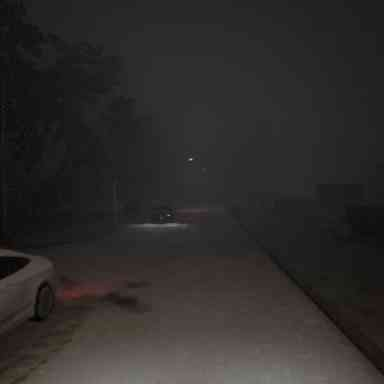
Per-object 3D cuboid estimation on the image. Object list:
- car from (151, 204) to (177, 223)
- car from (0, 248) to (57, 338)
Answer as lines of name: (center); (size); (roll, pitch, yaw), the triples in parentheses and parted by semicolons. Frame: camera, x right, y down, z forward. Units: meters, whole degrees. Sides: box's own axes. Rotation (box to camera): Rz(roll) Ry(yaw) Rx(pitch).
car: (-2.360, 1.846, 29.051); (1.837, 1.490, 4.892); (-1, 0, 3)
car: (-3.647, 1.630, 4.851); (1.812, 1.442, 4.674); (-1, -1, 3)
